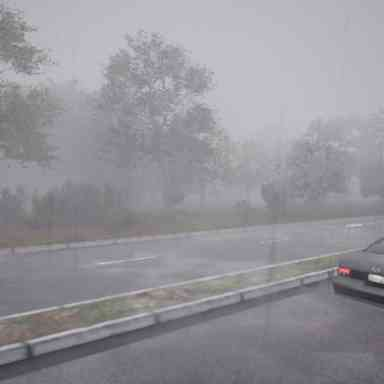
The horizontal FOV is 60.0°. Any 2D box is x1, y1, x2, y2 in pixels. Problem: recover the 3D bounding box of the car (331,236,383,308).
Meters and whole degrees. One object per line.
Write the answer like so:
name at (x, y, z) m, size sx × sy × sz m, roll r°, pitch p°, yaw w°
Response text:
car at (5.208, 1.527, 7.158) m, size 5.357 × 1.411 × 2.033 m, roll 0°, pitch 0°, yaw -36°
